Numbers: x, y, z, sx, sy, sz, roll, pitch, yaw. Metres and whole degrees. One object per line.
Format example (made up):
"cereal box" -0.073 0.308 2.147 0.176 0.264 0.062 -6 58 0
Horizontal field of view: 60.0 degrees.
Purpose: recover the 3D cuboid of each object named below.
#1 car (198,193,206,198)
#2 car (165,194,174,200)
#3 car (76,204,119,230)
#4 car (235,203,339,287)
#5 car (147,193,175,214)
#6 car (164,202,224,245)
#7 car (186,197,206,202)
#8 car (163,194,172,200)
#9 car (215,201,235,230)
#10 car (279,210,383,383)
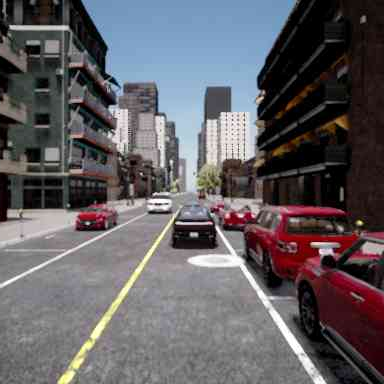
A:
"car" 2.632 1.055 86.500 2.192 1.841 5.009 0 0 0
"car" -5.749 1.306 86.495 1.947 1.339 4.313 0 0 0
"car" -5.702 1.463 20.413 1.887 1.381 4.507 0 0 0
"car" 2.687 1.277 9.090 2.192 1.841 5.009 0 0 0
"car" -3.117 1.098 33.350 2.150 2.045 5.566 0 0 0
"car" 0.082 1.429 15.292 2.128 1.511 4.902 0 0 0
"car" 0.071 1.448 30.646 1.994 1.385 4.181 0 0 0
"car" -5.833 1.295 80.973 1.887 1.381 4.507 0 0 0
"car" 2.679 1.359 20.418 1.967 1.590 4.097 0 0 0
"car" 2.691 1.300 3.424 2.192 1.841 5.009 0 0 0
